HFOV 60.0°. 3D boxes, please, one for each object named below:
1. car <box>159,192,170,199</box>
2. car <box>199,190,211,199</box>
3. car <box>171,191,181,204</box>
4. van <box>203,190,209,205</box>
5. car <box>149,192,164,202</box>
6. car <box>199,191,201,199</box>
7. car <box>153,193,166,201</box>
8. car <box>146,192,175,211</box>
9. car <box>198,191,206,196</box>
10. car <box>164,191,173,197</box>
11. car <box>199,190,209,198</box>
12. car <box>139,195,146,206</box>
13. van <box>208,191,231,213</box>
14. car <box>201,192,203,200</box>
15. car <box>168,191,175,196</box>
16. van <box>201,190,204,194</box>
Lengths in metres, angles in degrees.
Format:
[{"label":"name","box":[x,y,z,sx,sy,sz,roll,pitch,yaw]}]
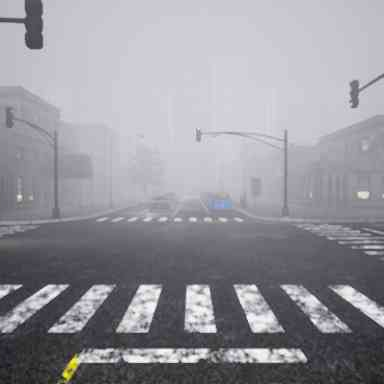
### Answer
[{"label":"car","box":[-5.671,0.697,69.827,1.887,1.381,4.507,0,1,0]},{"label":"car","box":[2.709,0.468,69.805,2.192,1.841,5.009,0,1,0]},{"label":"car","box":[-3.072,0.758,47.799,2.097,1.767,4.553,0,1,0]},{"label":"van","box":[2.700,0.812,42.197,1.690,1.788,3.998,0,1,0]},{"label":"car","box":[-5.676,0.782,53.262,1.967,1.590,4.097,0,1,0]},{"label":"car","box":[2.706,0.802,58.934,1.752,1.417,4.829,0,1,0]},{"label":"car","box":[-5.675,0.823,58.785,1.887,1.381,4.507,0,1,0]},{"label":"car","box":[-3.087,1.057,33.142,1.882,1.535,5.008,0,1,0]},{"label":"car","box":[2.716,0.456,91.892,1.887,1.381,4.507,0,1,0]},{"label":"car","box":[-5.667,0.575,80.869,1.887,1.381,4.507,0,1,0]},{"label":"car","box":[2.710,0.406,75.326,2.192,1.841,5.009,0,1,0]},{"label":"car","box":[-5.679,0.998,42.049,1.752,1.417,4.829,0,1,0]},{"label":"van","box":[2.697,0.945,31.154,1.690,1.788,3.998,0,1,0]},{"label":"car","box":[2.703,0.950,47.720,1.887,1.381,4.507,0,1,0]},{"label":"car","box":[-5.664,0.439,91.742,1.752,1.417,4.829,0,1,0]},{"label":"van","box":[2.704,0.683,53.240,1.690,1.788,3.998,0,1,0]}]
